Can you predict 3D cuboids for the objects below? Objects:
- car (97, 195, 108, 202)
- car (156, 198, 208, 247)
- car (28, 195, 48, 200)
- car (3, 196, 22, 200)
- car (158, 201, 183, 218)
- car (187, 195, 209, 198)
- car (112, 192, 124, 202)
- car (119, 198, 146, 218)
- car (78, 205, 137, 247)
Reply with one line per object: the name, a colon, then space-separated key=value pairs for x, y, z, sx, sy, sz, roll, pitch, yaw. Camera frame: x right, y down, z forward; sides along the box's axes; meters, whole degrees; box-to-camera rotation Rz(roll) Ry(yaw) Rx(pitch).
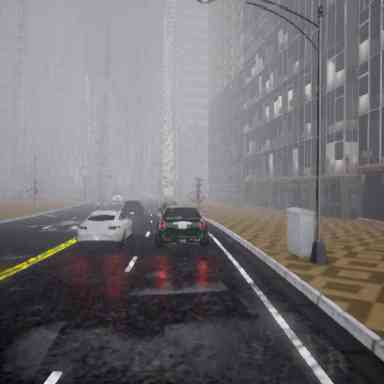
car: x=-19.057 y=1.438 z=70.720 sx=1.812 sy=1.442 sz=4.674 roll=0 pitch=0 yaw=-10
car: x=-0.518 y=1.353 z=15.092 sx=2.097 sy=1.767 sz=4.553 roll=0 pitch=0 yaw=-4
car: x=-37.324 y=1.409 z=80.480 sx=4.313 sy=1.339 sz=1.947 roll=0 pitch=0 yaw=-9
car: x=-42.940 y=1.390 z=79.593 sx=4.206 sy=1.307 sz=1.802 roll=0 pitch=0 yaw=-9
car: x=-2.058 y=1.541 z=30.369 sx=1.994 sy=1.385 sz=4.181 roll=0 pitch=0 yaw=-8
car: x=1.069 y=1.384 z=86.925 sx=5.009 sy=1.841 sz=2.192 roll=0 pitch=0 yaw=-9
car: x=-15.780 y=1.109 z=70.858 sx=2.150 sy=2.045 sz=5.566 roll=0 pitch=0 yaw=-10
car: x=-5.279 y=1.493 z=29.936 sx=1.837 sy=1.490 sz=4.892 roll=0 pitch=0 yaw=-8
car: x=-3.763 y=1.524 z=14.905 sx=1.812 sy=1.442 sz=4.674 roll=0 pitch=0 yaw=-4
